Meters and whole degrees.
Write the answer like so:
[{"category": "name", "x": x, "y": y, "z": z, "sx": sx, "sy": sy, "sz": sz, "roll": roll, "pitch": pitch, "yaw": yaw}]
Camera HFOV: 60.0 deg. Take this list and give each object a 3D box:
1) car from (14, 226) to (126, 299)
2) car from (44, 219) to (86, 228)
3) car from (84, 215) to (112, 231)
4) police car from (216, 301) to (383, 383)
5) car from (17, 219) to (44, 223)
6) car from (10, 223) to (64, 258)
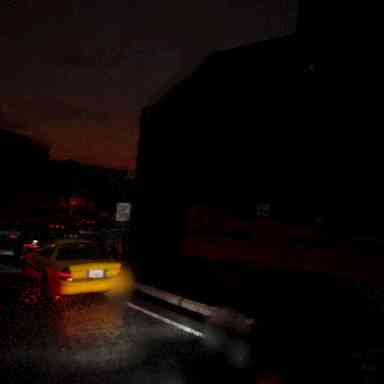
[{"category": "car", "x": -3.811, "y": 2.032, "z": 10.046, "sx": 1.801, "sy": 1.575, "sz": 5.366, "roll": 5, "pitch": -5, "yaw": -36}, {"category": "car", "x": -13.915, "y": 3.824, "z": 36.724, "sx": 2.033, "sy": 1.411, "sz": 5.357, "roll": 5, "pitch": -5, "yaw": 0}, {"category": "car", "x": -13.313, "y": 4.379, "z": 47.070, "sx": 2.150, "sy": 2.045, "sz": 5.566, "roll": 5, "pitch": -4, "yaw": 14}, {"category": "police car", "x": 2.549, "y": 1.694, "z": 2.940, "sx": 5.238, "sy": 1.638, "sz": 1.930, "roll": -2, "pitch": -5, "yaw": 42}, {"category": "car", "x": -17.220, "y": 3.566, "z": 36.267, "sx": 1.895, "sy": 1.301, "sz": 4.718, "roll": 5, "pitch": -4, "yaw": -1}, {"category": "car", "x": -6.795, "y": 2.320, "z": 14.653, "sx": 1.837, "sy": 1.490, "sz": 4.892, "roll": 5, "pitch": -5, "yaw": -29}]
